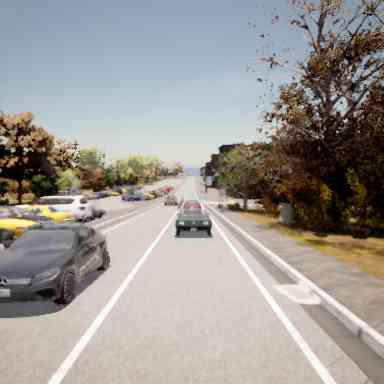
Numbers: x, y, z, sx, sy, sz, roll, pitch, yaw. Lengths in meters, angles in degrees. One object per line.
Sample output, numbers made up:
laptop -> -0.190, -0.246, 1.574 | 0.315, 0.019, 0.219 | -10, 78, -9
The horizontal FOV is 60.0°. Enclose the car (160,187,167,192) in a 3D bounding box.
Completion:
car -> -10.104, 0.276, 92.903 | 4.553, 1.767, 2.185 | 0, 2, 0

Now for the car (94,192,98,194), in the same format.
car -> -23.450, 0.927, 70.624 | 5.366, 1.575, 1.946 | 0, 1, 0

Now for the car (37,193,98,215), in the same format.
car -> -10.153, 1.314, 24.113 | 5.566, 2.045, 2.435 | 0, 0, 0

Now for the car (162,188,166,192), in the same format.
car -> -10.117, 0.375, 90.125 | 4.553, 1.767, 2.185 | 0, 2, 0

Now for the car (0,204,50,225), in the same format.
car -> -9.975, 1.515, 15.783 | 5.366, 1.575, 1.946 | 0, 0, 0

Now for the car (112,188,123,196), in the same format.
car -> -22.968, 0.402, 92.800 | 5.366, 1.575, 1.946 | 0, 2, 0

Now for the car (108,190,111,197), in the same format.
car -> -23.204, 0.743, 81.654 | 5.008, 1.535, 2.097 | 0, 1, 0

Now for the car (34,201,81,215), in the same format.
car -> -10.322, 1.546, 21.336 | 5.366, 1.575, 1.946 | 0, 0, 0

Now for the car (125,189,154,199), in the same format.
car -> -10.244, 0.842, 65.047 | 4.553, 1.767, 2.185 | 0, 0, 0

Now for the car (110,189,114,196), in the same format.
car -> -23.188, 0.669, 84.571 | 4.892, 1.521, 2.231 | 0, 1, 0

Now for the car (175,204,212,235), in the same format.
car -> 0.080, 1.593, 18.892 | 1.895, 1.301, 4.718 | 0, 0, 0

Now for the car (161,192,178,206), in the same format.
car -> -3.405, 1.296, 54.364 | 2.097, 1.767, 4.553 | 0, 1, 0

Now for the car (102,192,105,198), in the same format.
car -> -23.208, 0.889, 76.074 | 4.792, 1.488, 2.163 | 0, 1, 0

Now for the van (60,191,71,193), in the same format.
van -> -23.194, 0.752, 59.459 | 4.442, 1.987, 1.878 | 1, 0, 0

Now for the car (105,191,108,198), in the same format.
car -> -23.218, 0.805, 78.864 | 5.008, 1.535, 2.097 | 0, 1, 0

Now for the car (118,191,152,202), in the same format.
car -> -10.211, 1.008, 59.478 | 4.792, 1.488, 2.163 | 0, 0, 0

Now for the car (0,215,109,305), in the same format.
car -> -3.353, 1.519, 8.195 | 1.812, 1.442, 4.674 | 0, 0, 0

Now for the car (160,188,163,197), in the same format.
car -> -10.097, 0.616, 81.766 | 4.553, 1.767, 2.185 | 0, 1, 0

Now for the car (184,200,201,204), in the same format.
car -> 0.021, 1.569, 36.390 | 1.994, 1.385, 4.181 | 0, 0, 0

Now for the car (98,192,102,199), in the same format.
car -> -23.436, 0.896, 73.419 | 5.366, 1.575, 1.946 | 0, 1, 0

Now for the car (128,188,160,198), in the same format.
car -> -10.213, 0.682, 70.618 | 5.566, 2.045, 2.435 | 0, 1, 0

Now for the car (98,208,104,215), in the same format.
car -> -10.119, 1.580, 26.888 | 5.008, 1.535, 2.097 | 0, 0, 0

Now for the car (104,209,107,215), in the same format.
car -> -10.072, 1.626, 29.664 | 4.792, 1.488, 2.163 | 0, 0, 0

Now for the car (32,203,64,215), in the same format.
car -> -10.155, 1.535, 18.559 | 4.892, 1.521, 2.231 | 0, 0, 0

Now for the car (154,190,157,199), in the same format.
car -> -10.193, 0.955, 67.827 | 5.008, 1.535, 2.097 | 0, 1, 0

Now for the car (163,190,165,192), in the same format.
car -> -10.085, 0.699, 84.557 | 4.792, 1.488, 2.163 | 0, 2, 0
